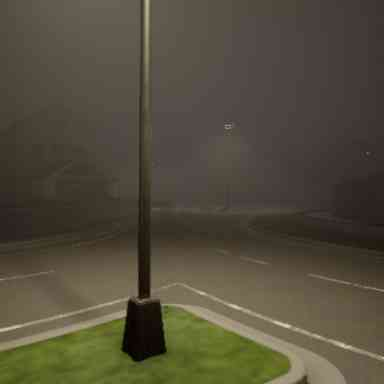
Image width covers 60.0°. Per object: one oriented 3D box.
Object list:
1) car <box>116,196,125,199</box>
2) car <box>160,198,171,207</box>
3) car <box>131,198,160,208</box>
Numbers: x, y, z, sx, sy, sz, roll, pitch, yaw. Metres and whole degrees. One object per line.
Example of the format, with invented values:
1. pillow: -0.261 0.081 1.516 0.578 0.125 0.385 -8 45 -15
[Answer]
1. car: -14.436 1.618 64.960 1.837 1.490 4.892 1 0 -37
2. car: -5.055 1.697 52.301 1.994 1.385 4.181 1 0 -34
3. car: -7.299 1.657 49.432 2.033 1.411 5.357 0 0 -33
